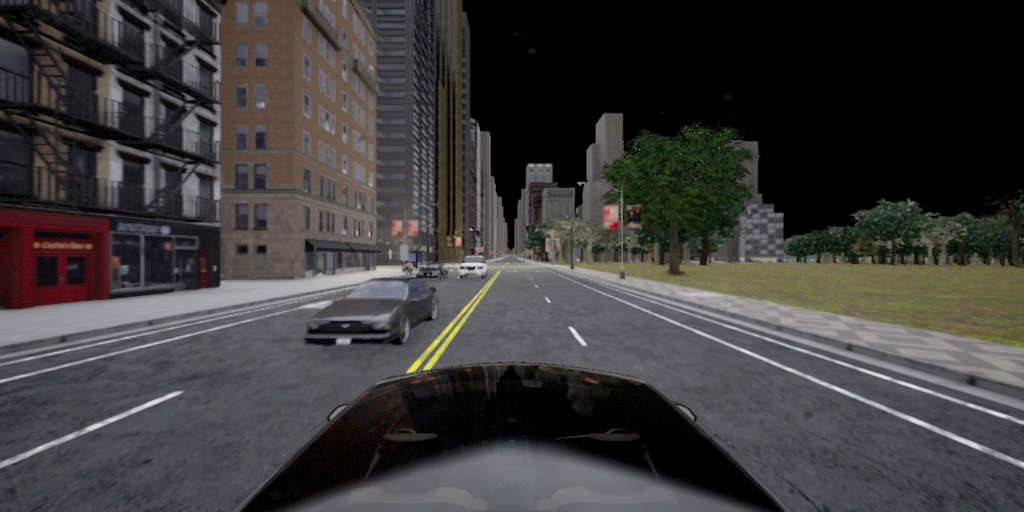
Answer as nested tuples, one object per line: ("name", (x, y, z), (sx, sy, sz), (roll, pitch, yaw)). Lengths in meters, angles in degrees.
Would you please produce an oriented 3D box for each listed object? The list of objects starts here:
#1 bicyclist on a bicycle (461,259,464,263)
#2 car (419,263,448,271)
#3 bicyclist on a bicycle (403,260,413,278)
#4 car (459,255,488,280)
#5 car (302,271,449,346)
("bicyclist on a bicycle", (-8.744, 1.133, 63.738), (0.659, 1.776, 1.843), (0, -1, 0))
("car", (-6.589, 1.306, 30.095), (1.994, 1.385, 4.181), (0, 0, 0))
("bicyclist on a bicycle", (-8.748, 1.173, 30.304), (0.866, 1.612, 1.509), (0, 0, 0))
("car", (-3.337, 0.964, 31.943), (2.150, 2.045, 5.566), (0, 0, 0))
("car", (-3.287, 1.295, 9.702), (2.033, 1.411, 5.357), (0, 0, 0))
